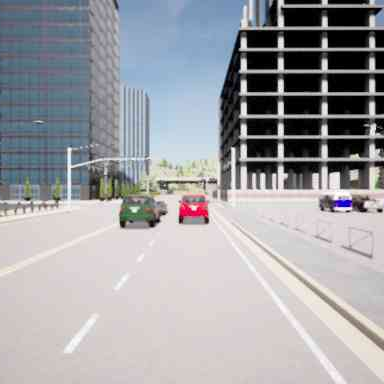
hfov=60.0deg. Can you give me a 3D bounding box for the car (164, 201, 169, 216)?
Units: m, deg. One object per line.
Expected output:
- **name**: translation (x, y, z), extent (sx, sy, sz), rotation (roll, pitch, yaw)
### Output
- **car**: translation (-3.355, 1.490, 32.366), extent (2.033, 1.411, 5.357), rotation (0, 0, 0)

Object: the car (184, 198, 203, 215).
- **car**: translation (0.149, 1.444, 34.652), extent (1.837, 1.490, 4.892), rotation (0, 0, 0)

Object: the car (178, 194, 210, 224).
- **car**: translation (0.133, 1.178, 24.795), extent (2.150, 2.045, 5.566), rotation (0, 0, 0)

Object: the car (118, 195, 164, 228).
- **car**: translation (-3.370, 1.182, 22.201), extent (2.150, 2.045, 5.566), rotation (0, 0, 0)
